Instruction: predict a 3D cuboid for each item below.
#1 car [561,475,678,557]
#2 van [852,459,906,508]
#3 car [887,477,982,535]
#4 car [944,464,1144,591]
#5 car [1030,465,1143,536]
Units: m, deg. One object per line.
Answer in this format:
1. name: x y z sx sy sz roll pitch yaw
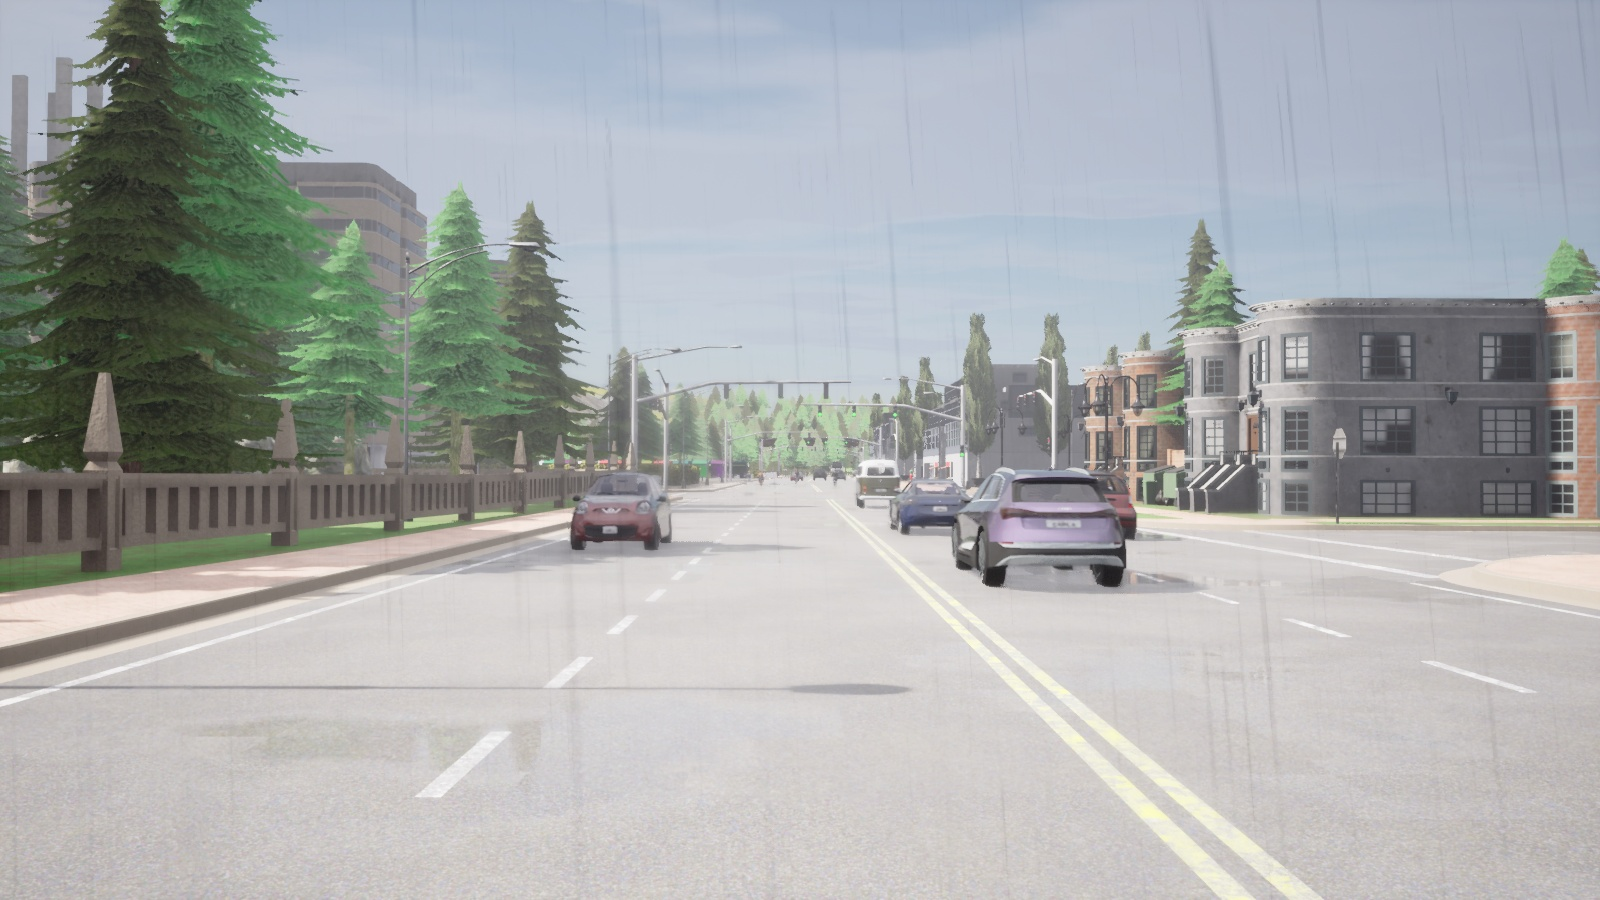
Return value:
1. car: -3.556 1.266 25.292 1.845 1.501 3.633 0 -1 0
2. van: 3.377 1.439 54.563 2.069 2.038 4.480 0 -1 0
3. car: 3.428 1.413 32.743 1.994 1.385 4.181 0 -1 0
4. car: 3.458 1.046 18.783 2.033 1.649 4.856 0 -1 0
5. car: 6.931 1.201 30.810 1.851 1.617 3.988 0 -1 0
